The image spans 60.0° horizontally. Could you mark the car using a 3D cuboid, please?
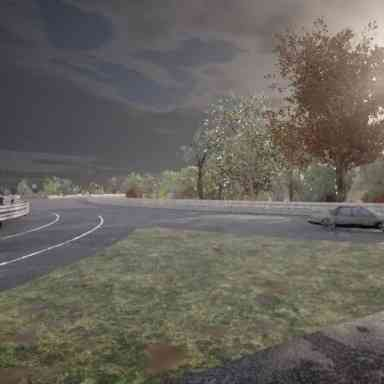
[{"bbox_3d":[9.603,1.540,19.437,5.357,1.411,2.033,0,0,32],"label":"car"}]
